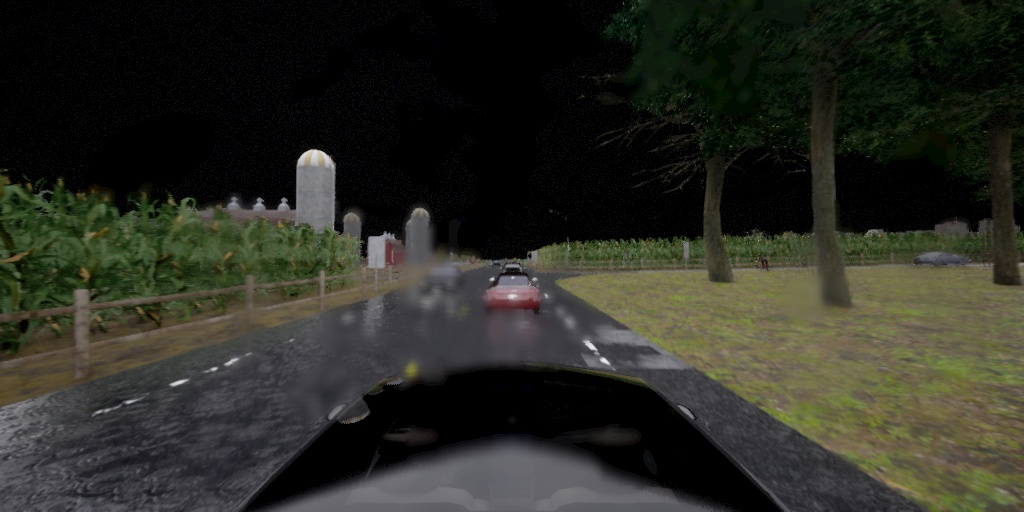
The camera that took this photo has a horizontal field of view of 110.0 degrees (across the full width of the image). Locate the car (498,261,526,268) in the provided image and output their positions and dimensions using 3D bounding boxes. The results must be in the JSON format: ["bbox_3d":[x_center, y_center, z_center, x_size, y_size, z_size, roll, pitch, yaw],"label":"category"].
[{"bbox_3d":[0.064,1.264,28.735,1.837,1.490,4.892,0,0,0],"label":"car"}]

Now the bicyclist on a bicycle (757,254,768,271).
[{"bbox_3d":[24.264,0.642,34.764,0.582,1.620,1.656,-1,0,0],"label":"bicyclist on a bicycle"}]

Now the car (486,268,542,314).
[{"bbox_3d":[0.069,1.313,13.867,1.994,1.385,4.181,0,0,0],"label":"car"}]

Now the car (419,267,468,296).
[{"bbox_3d":[-3.549,1.300,19.668,2.033,1.411,5.357,0,0,1],"label":"car"}]

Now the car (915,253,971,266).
[{"bbox_3d":[45.359,0.345,37.824,4.181,1.385,1.994,-1,-1,1],"label":"car"}]
